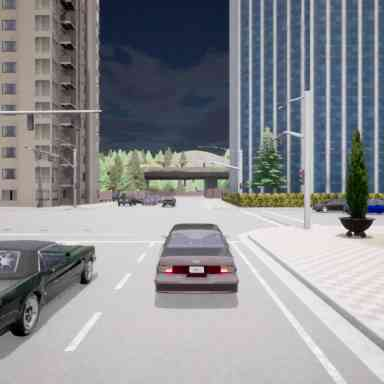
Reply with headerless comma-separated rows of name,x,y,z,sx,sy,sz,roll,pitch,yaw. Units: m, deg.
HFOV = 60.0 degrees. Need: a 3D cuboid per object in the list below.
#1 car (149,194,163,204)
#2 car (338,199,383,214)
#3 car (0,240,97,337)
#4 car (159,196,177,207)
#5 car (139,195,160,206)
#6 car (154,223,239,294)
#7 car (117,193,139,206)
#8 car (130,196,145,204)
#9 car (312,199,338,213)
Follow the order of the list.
car,-6.899,1.352,63.716,2.097,1.767,4.553,0,0,1
car,17.628,1.478,33.014,5.008,1.535,1.882,0,0,0
car,-3.423,1.601,6.606,1.895,1.301,4.718,0,0,1
car,-3.382,1.505,50.493,1.837,1.490,4.892,0,0,1
car,-6.959,1.352,54.827,2.097,1.767,4.553,0,0,0
car,0.096,1.547,8.943,2.033,1.411,5.357,0,0,0
car,-10.466,1.221,53.861,2.150,2.045,5.566,0,0,0
car,-10.394,1.547,64.101,2.033,1.411,5.357,0,0,1
car,15.677,1.505,36.499,4.892,1.490,1.837,0,0,0
